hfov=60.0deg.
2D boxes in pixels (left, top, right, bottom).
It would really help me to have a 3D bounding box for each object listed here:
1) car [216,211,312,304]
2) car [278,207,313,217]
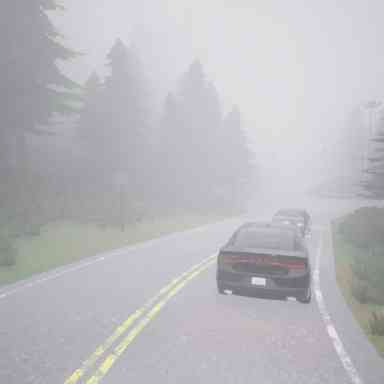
[{"bbox_3d":[1.957,1.483,8.436,1.882,1.535,5.008,1,0,17],"label":"car"},{"bbox_3d":[5.396,1.539,17.925,2.033,1.411,5.357,2,1,22],"label":"car"}]
